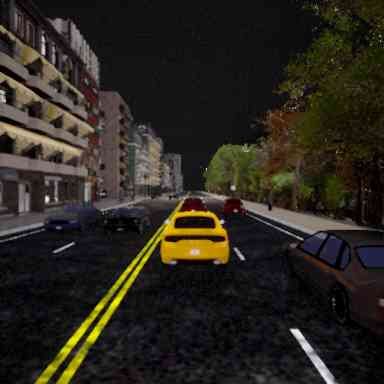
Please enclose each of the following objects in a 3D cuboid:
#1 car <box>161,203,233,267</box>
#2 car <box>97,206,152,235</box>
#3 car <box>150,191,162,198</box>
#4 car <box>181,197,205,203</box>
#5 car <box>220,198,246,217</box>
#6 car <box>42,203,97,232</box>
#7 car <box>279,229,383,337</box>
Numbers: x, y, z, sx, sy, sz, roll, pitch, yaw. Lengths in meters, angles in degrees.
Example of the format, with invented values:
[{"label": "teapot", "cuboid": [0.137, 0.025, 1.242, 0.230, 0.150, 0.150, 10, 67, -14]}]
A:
[{"label": "car", "cuboid": [0.089, 1.367, 11.023, 1.882, 1.535, 5.008, 0, 1, 0]}, {"label": "car", "cuboid": [-3.348, 1.425, 17.749, 1.895, 1.301, 4.718, 0, 1, 0]}, {"label": "car", "cuboid": [-6.497, 0.546, 60.710, 1.882, 1.535, 5.008, 0, 1, 0]}, {"label": "car", "cuboid": [0.092, 1.198, 28.333, 1.882, 1.535, 5.008, 0, 1, 0]}, {"label": "car", "cuboid": [3.342, 1.253, 27.689, 1.812, 1.442, 4.674, 0, 1, 0]}, {"label": "car", "cuboid": [-6.598, 1.359, 19.103, 2.033, 1.411, 5.357, 0, 1, 0]}, {"label": "car", "cuboid": [3.318, 1.479, 6.807, 2.033, 1.411, 5.357, 0, 1, 0]}]
